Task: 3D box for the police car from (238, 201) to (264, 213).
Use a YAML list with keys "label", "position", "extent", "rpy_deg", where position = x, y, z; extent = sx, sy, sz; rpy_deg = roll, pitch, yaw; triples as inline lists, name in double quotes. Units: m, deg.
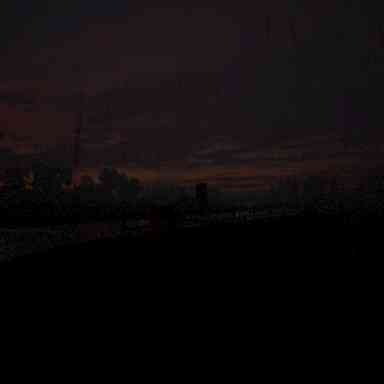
- label: "police car"
  position: [8.050, 2.016, 45.452]
  extent: [1.930, 1.638, 5.238]
  rpy_deg: [-1, -2, 36]
